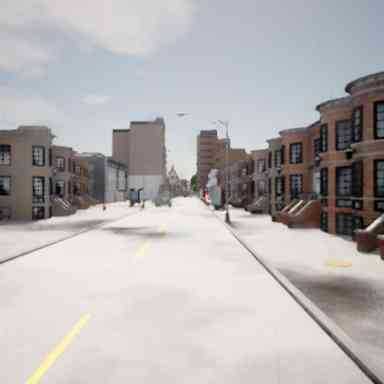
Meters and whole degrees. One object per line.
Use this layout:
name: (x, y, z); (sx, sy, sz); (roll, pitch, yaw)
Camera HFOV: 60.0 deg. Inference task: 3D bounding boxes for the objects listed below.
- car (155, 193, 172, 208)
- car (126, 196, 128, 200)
car: (-4.075, 1.204, 48.387); (2.150, 2.045, 5.566); (0, 0, 0)
car: (-19.309, 1.316, 87.745); (4.611, 1.667, 2.242); (0, 0, 10)
